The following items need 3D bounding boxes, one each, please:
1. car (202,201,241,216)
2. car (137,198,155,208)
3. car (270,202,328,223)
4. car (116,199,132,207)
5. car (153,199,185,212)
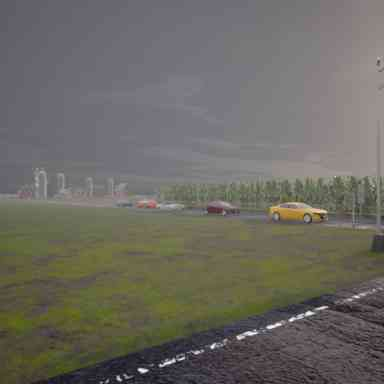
[{"bbox_3d":[3.093,1.718,35.643,1.882,1.535,5.008,0,-1,-34],"label":"car"},{"bbox_3d":[-7.628,1.817,56.614,2.097,1.767,4.553,0,-1,-34],"label":"car"},{"bbox_3d":[8.705,1.627,27.419,1.882,1.535,5.008,0,-1,-34],"label":"car"},{"bbox_3d":[-13.329,2.123,64.969,1.994,1.385,4.181,0,-1,-34],"label":"car"},{"bbox_3d":[-2.880,1.938,44.423,1.895,1.301,4.718,0,-1,-34],"label":"car"}]
